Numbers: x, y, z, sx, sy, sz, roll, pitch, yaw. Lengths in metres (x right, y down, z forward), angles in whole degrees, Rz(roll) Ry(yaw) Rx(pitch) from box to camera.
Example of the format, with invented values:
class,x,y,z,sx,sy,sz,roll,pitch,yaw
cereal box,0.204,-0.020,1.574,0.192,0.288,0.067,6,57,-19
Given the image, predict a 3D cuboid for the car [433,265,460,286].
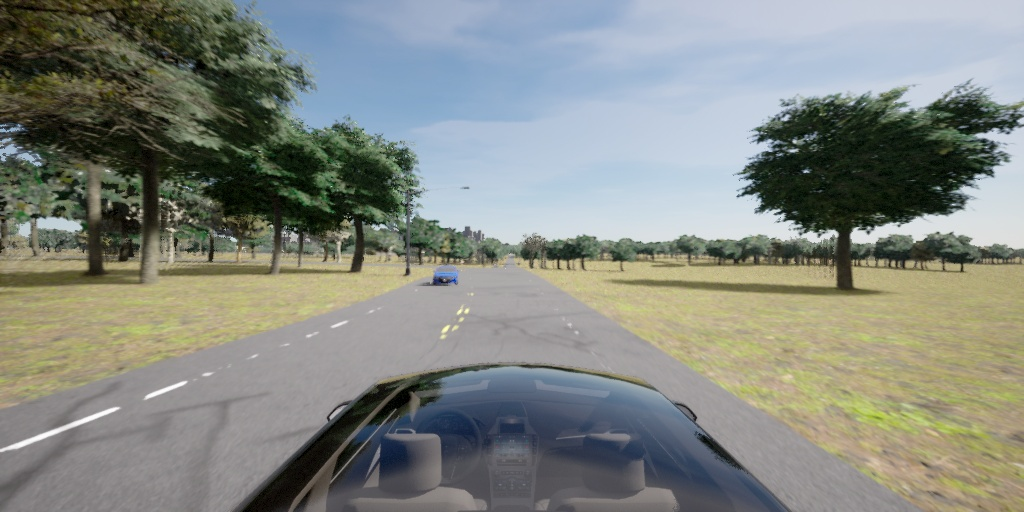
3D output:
class,x,y,z,sx,sy,sz,roll,pitch,yaw
car,-5.182,1.512,28.505,1.882,1.535,5.008,0,-1,-7
